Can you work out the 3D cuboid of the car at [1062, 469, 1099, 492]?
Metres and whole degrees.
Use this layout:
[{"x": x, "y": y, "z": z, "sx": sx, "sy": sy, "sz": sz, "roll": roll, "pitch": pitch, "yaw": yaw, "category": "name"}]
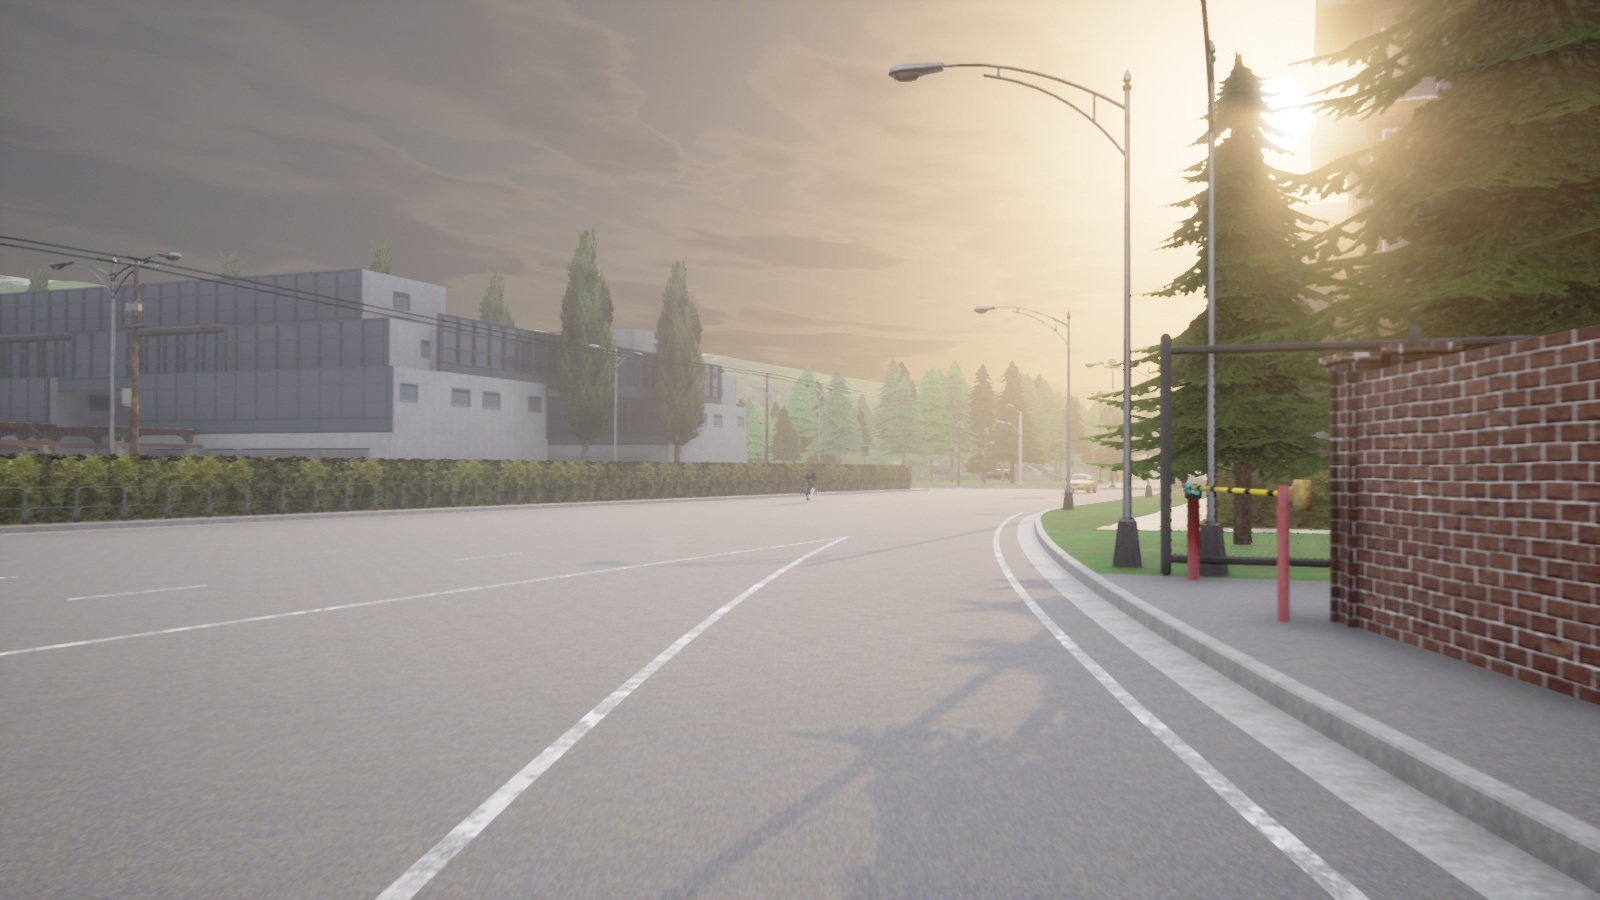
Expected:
[{"x": 20.660, "y": 2.219, "z": 92.347, "sx": 1.801, "sy": 1.575, "sz": 5.366, "roll": -1, "pitch": -1, "yaw": 22, "category": "car"}]
